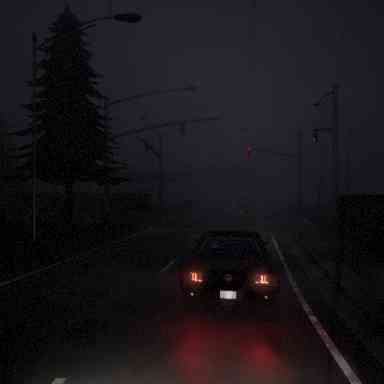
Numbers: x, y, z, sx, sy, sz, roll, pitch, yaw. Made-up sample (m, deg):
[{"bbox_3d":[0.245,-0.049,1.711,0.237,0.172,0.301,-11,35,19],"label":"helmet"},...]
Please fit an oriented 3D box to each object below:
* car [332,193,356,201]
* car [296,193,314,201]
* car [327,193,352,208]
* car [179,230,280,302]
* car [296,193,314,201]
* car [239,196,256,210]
[{"bbox_3d":[34.421,1.104,75.370,4.605,1.855,1.932,0,0,10],"label":"car"},{"bbox_3d":[26.063,1.367,76.799,3.806,1.475,1.970,0,0,10],"label":"car"},{"bbox_3d":[20.193,1.334,43.048,5.027,1.636,2.152,0,0,10],"label":"car"},{"bbox_3d":[0.980,1.602,8.312,1.895,1.301,4.718,0,0,8],"label":"car"},{"bbox_3d":[27.239,1.083,79.968,3.866,1.878,1.905,0,0,10],"label":"car"},{"bbox_3d":[7.181,1.355,43.254,2.097,1.767,4.553,0,0,10],"label":"car"}]
